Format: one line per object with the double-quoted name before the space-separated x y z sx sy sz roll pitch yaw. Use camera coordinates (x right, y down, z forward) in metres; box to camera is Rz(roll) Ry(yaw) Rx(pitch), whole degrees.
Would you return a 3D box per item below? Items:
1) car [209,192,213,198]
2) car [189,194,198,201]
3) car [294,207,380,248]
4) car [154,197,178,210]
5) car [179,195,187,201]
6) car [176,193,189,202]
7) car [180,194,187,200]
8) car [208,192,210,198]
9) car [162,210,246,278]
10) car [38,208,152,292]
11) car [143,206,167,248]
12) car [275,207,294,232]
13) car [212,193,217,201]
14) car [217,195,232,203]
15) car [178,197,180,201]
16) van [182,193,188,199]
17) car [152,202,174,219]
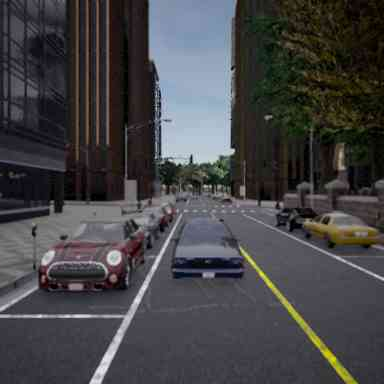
"car" 6.434 1.337 89.775 1.887 1.381 4.507 0 0 0
"car" 0.638 1.350 80.247 2.033 1.411 5.357 0 0 0
"car" 6.169 1.488 14.419 1.752 1.417 4.829 0 0 0
"car" -2.319 1.374 25.191 1.967 1.590 4.097 0 0 0
"car" -2.129 1.394 78.930 1.802 1.307 4.206 0 0 0
"car" -2.168 1.149 68.055 2.192 1.841 5.009 0 0 0
"car" -2.111 1.326 84.198 1.752 1.417 4.829 0 0 0
"car" 6.454 1.307 95.383 1.752 1.417 4.829 0 0 0
"car" 0.392 1.519 10.310 2.033 1.411 5.357 0 0 0
"car" -2.376 1.416 8.820 1.967 1.590 4.097 0 0 0
"car" -2.357 1.512 14.277 2.008 1.369 4.403 0 0 0
"car" 6.187 1.515 19.706 1.947 1.339 4.313 0 0 0
"car" 6.396 1.365 78.900 2.008 1.369 4.403 0 0 0
"car" 6.338 1.288 62.587 1.967 1.590 4.097 0 0 0
"car" -2.300 1.446 30.478 1.752 1.417 4.829 0 0 0
"van" -2.072 1.121 95.243 1.690 1.788 3.998 0 0 0
"car" -2.338 1.492 19.734 1.887 1.381 4.507 0 0 0
